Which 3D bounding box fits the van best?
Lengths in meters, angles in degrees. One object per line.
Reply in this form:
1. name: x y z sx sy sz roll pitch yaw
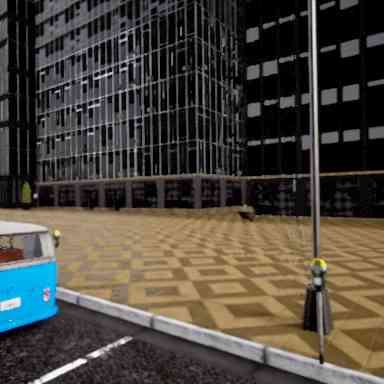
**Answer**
1. van: -4.066 1.357 5.792 3.998 1.788 1.690 0 -1 36
